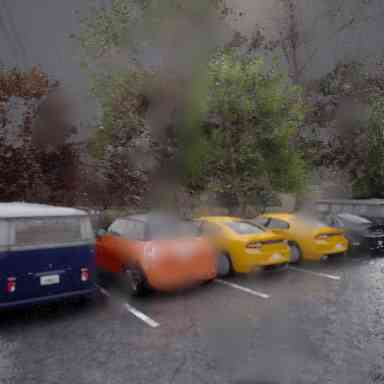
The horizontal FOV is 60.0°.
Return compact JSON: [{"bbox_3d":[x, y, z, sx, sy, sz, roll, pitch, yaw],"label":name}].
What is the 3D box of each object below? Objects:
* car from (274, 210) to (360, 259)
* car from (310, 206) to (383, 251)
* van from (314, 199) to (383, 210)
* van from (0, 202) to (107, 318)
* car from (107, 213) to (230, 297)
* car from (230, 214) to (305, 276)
[{"bbox_3d":[3.101,1.539,12.287,2.097,1.535,5.008,0,0,-36],"label":"car"},{"bbox_3d":[5.354,1.557,13.899,2.231,1.521,4.892,0,0,-36],"label":"car"},{"bbox_3d":[7.536,1.347,15.612,1.878,1.987,4.442,0,0,-36],"label":"van"},{"bbox_3d":[-3.726,1.262,7.549,1.878,1.987,4.442,0,0,-36],"label":"van"},{"bbox_3d":[-1.388,1.379,9.040,2.185,1.767,4.553,0,0,-36],"label":"car"},{"bbox_3d":[0.747,1.521,10.601,2.097,1.535,5.008,0,0,-36],"label":"car"}]
